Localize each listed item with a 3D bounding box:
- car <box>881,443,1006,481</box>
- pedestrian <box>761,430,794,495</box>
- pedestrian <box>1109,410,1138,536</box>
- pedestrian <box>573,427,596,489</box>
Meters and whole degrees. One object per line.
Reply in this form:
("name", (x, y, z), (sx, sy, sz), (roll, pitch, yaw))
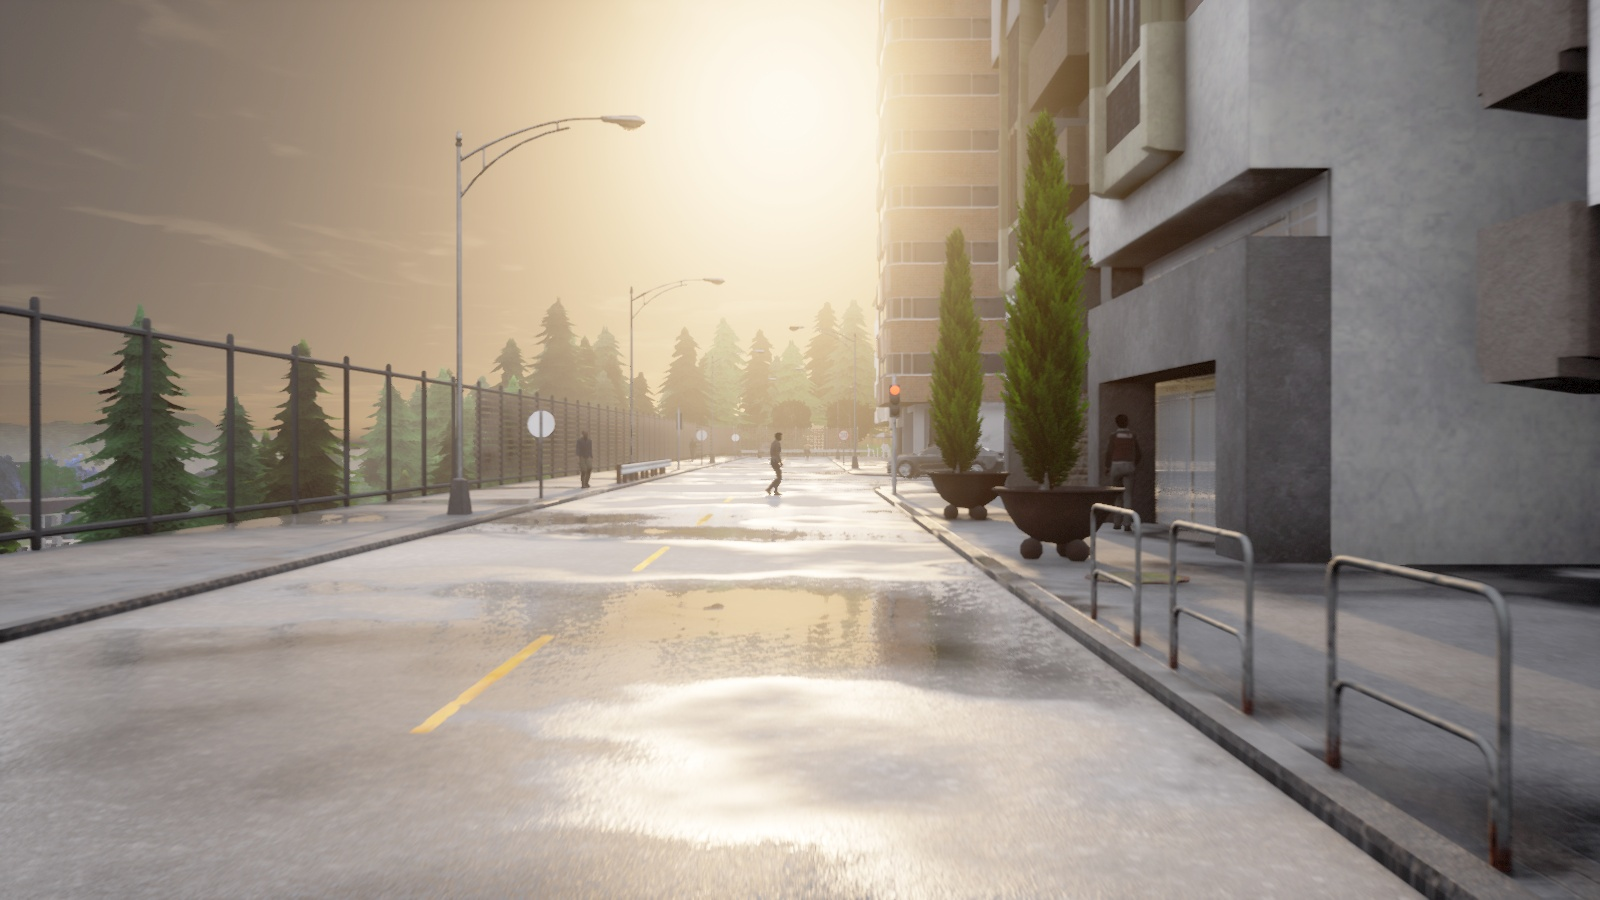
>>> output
("car", (5.940, 0.463, 51.962), (4.892, 1.490, 1.837), (0, 1, 16))
("pedestrian", (-0.629, 0.353, 35.116), (0.869, 1.805, 0.328), (0, 0, -19))
("pedestrian", (5.040, 0.349, 19.566), (0.402, 1.930, 0.666), (0, 0, 12))
("pedestrian", (-6.434, 0.240, 37.533), (0.402, 1.842, 0.726), (0, 0, -37))
